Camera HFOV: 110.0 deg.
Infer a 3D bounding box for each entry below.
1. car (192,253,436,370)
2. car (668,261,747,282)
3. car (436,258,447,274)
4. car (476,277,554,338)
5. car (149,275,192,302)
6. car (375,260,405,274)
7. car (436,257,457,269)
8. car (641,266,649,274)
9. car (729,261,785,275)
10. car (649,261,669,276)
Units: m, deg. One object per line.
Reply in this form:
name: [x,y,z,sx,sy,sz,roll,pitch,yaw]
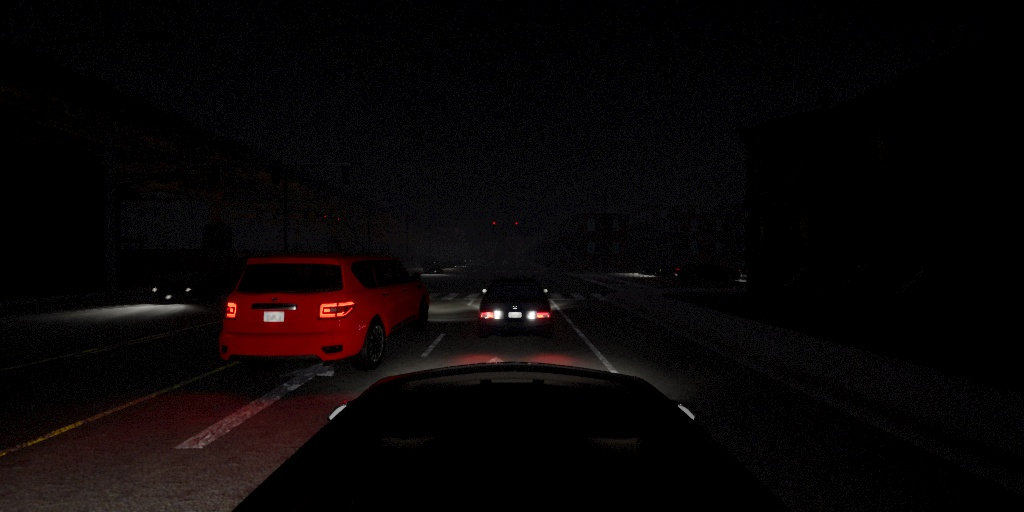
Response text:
car: [-3.425,0.971,7.872,2.150,2.045,5.566,0,0,0]
car: [15.603,1.255,28.743,4.892,1.490,1.837,0,0,1]
car: [-9.085,1.297,40.884,2.033,1.411,5.357,0,0,-19]
car: [0.084,1.297,10.125,2.033,1.411,5.357,0,0,0]
car: [-14.098,1.297,17.371,2.033,1.411,5.357,0,0,0]
car: [-14.095,1.256,41.680,1.837,1.490,4.892,0,0,0]
car: [-10.581,1.227,57.527,1.882,1.535,5.008,0,0,0]
car: [17.107,1.297,39.369,5.357,1.411,2.033,0,0,2]
car: [26.835,1.255,39.374,4.892,1.490,1.837,0,0,0]
car: [17.001,1.297,35.885,5.357,1.411,2.033,0,0,0]
